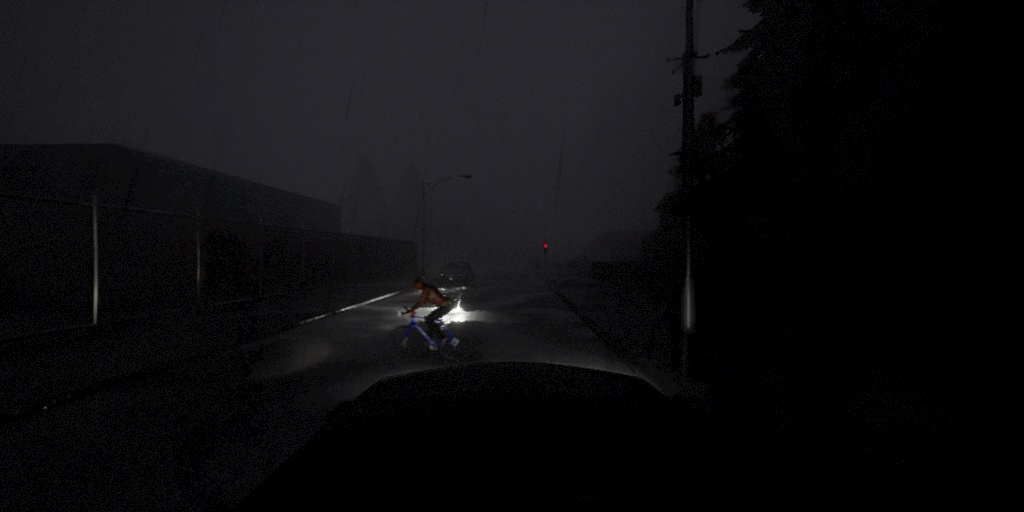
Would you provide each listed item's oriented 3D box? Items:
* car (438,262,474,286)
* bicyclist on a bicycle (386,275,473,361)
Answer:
[{"bbox_3d":[-3.703,1.152,24.507,2.128,1.511,4.902,0,0,1],"label":"car"},{"bbox_3d":[-1.562,1.182,6.727,1.656,1.620,0.582,-2,0,1],"label":"bicyclist on a bicycle"}]
